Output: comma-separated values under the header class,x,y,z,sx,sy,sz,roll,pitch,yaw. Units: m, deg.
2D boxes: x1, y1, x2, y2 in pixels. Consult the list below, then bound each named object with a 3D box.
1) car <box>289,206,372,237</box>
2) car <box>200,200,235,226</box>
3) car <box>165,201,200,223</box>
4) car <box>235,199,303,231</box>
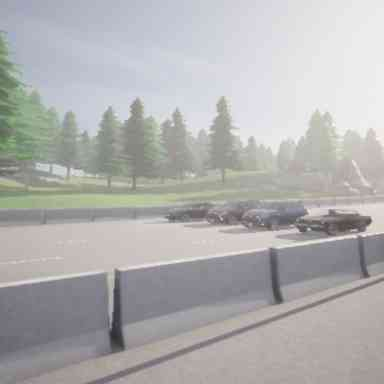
class,x,y,z,sx,sy,sz,roll,pitch,yaw
car,7.712,1.557,18.080,4.718,1.301,1.895,0,0,-35
car,3.170,1.312,23.433,4.553,1.767,2.097,0,0,-35
car,0.205,1.471,25.621,4.892,1.490,1.837,0,0,-35
car,5.209,1.312,20.590,4.553,1.767,2.097,0,0,-35
